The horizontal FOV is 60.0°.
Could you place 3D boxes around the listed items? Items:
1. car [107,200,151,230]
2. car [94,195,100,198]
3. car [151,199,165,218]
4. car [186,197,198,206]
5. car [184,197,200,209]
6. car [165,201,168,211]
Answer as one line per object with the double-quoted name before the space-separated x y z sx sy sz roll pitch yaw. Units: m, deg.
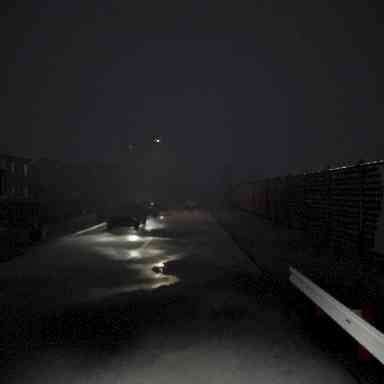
"car" -4.096 1.499 21.527 1.882 1.535 5.008 0 0 0
"car" -17.282 1.189 55.499 3.633 1.501 1.845 0 0 0
"car" -4.068 1.522 30.793 2.128 1.511 4.902 0 0 0
"car" -0.005 1.581 55.456 1.812 1.442 4.674 0 0 0
"car" -0.003 1.571 45.216 1.812 1.442 4.674 0 0 0
"car" -4.004 1.588 41.101 2.033 1.411 5.357 0 0 0
